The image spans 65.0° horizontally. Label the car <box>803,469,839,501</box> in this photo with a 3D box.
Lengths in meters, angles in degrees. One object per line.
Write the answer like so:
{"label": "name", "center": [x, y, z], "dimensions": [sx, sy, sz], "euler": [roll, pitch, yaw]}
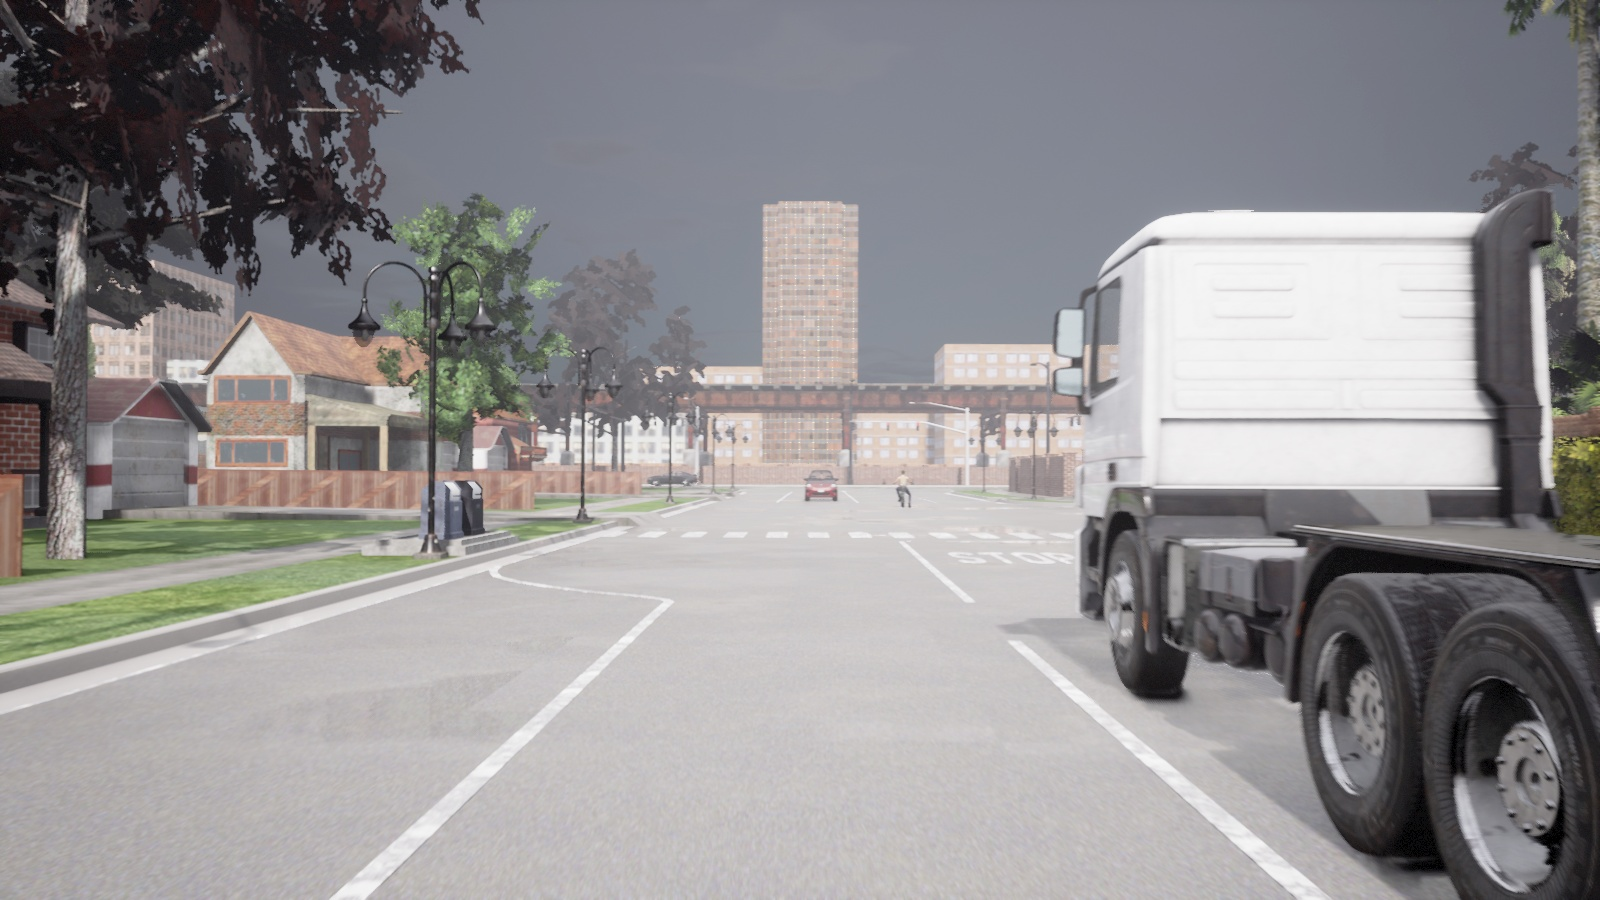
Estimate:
{"label": "car", "center": [1.096, 1.826, 66.573], "dimensions": [1.851, 1.617, 3.988], "euler": [0, -1, 1]}

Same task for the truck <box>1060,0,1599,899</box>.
{"label": "truck", "center": [3.646, -0.067, 6.860], "dimensions": [2.891, 3.462, 7.936], "euler": [0, -1, 1]}
